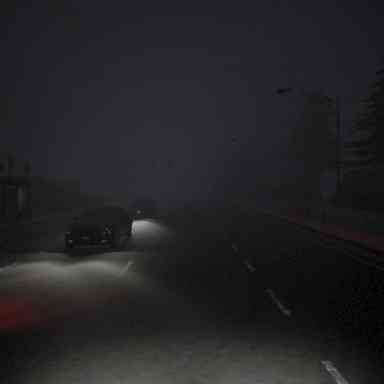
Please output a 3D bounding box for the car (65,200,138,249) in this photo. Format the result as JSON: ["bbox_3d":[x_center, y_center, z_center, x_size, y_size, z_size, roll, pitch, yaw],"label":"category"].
[{"bbox_3d":[-3.784,1.339,14.228,1.882,1.535,5.008,-1,1,-1],"label":"car"}]

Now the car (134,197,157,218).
[{"bbox_3d":[-3.938,1.201,26.845,2.128,1.511,4.902,-1,1,0],"label":"car"}]
